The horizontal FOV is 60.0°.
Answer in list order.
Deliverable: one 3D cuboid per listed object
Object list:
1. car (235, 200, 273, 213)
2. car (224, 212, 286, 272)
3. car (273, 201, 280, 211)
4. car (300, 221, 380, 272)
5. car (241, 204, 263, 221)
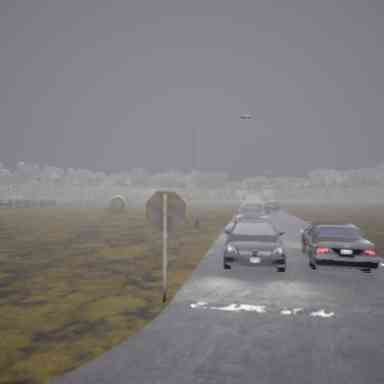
[{"bbox_3d":[3.949,1.583,21.795,2.097,1.767,4.553,1,0,10],"label":"car"},{"bbox_3d":[2.165,1.668,11.594,1.812,1.442,4.674,1,-1,10],"label":"car"},{"bbox_3d":[11.496,1.960,47.831,2.128,1.511,4.902,1,0,10],"label":"car"},{"bbox_3d":[4.893,1.718,11.597,2.033,1.411,5.357,0,0,15],"label":"car"},{"bbox_3d":[5.708,1.917,31.797,1.895,1.301,4.718,1,0,10],"label":"car"}]
